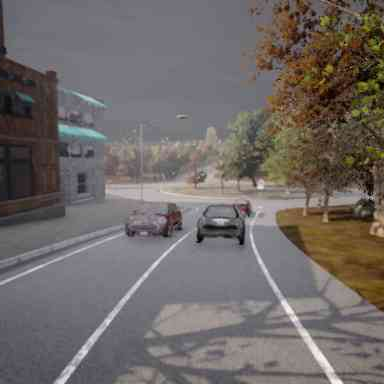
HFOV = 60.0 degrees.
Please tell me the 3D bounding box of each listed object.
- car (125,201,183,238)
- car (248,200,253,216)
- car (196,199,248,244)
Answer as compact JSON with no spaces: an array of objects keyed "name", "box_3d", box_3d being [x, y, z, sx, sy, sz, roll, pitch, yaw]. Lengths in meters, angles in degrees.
[{"name":"car","box_3d":[-1.827,1.285,17.243,2.097,1.767,4.553,1,0,9]},{"name":"car","box_3d":[4.902,1.430,32.806,1.882,1.535,5.008,1,2,14]},{"name":"car","box_3d":[1.510,1.341,16.128,2.097,1.767,4.553,1,0,8]}]
